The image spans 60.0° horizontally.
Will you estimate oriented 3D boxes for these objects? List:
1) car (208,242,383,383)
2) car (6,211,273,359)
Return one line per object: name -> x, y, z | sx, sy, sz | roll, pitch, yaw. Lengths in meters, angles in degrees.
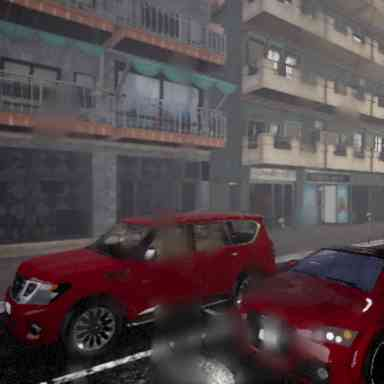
car -> 2.552, 1.589, 5.198 | 4.181, 1.385, 1.994 | 0, 0, -35
car -> -0.545, 1.330, 6.174 | 5.009, 1.841, 2.192 | 0, 0, -36
